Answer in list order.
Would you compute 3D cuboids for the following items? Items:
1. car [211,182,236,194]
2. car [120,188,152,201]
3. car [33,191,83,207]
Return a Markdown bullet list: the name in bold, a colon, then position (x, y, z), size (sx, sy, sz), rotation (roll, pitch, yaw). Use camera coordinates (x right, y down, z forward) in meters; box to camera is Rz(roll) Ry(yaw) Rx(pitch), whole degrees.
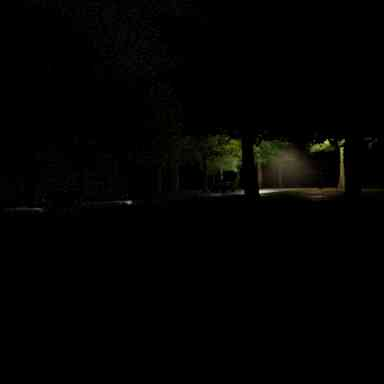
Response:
- **car**: position (5.509, -0.796, 58.306), size (2.150, 2.045, 5.566), rotation (-1, 1, 38)
- **car**: position (-7.035, 0.267, 42.137), size (1.812, 1.442, 4.674), rotation (-1, 2, 37)
- **car**: position (-13.513, 0.663, 33.731), size (1.837, 1.490, 4.892), rotation (-1, 2, 38)
